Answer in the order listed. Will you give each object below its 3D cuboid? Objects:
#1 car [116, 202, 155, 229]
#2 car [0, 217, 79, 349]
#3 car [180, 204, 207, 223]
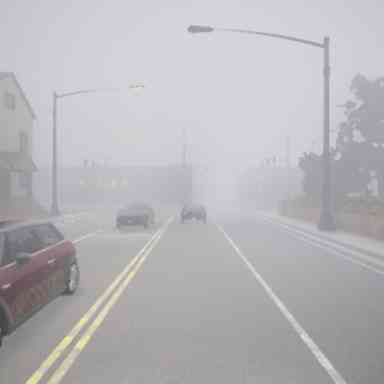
[{"bbox_3d":[-3.563,1.445,21.675,1.882,1.535,5.008,0,0,0],"label":"car"},{"bbox_3d":[-3.596,1.342,5.614,2.097,1.767,4.553,0,0,0],"label":"car"},{"bbox_3d":[0.122,1.563,25.507,1.895,1.301,4.718,0,0,0],"label":"car"}]
